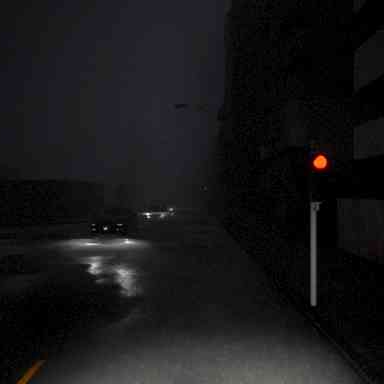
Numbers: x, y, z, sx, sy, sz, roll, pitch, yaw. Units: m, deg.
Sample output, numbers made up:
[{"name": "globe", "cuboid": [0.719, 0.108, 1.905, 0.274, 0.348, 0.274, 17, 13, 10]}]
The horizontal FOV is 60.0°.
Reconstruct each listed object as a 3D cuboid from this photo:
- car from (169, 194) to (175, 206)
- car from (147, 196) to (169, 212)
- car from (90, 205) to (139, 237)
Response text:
[{"name": "car", "cuboid": [-4.083, 1.508, 56.699, 1.837, 1.490, 4.892, 0, 0, 0]}, {"name": "car", "cuboid": [-4.148, 1.478, 39.553, 1.882, 1.535, 5.008, 0, 0, 0]}, {"name": "car", "cuboid": [-4.122, 1.506, 18.258, 1.837, 1.490, 4.892, 0, 0, 0]}]
